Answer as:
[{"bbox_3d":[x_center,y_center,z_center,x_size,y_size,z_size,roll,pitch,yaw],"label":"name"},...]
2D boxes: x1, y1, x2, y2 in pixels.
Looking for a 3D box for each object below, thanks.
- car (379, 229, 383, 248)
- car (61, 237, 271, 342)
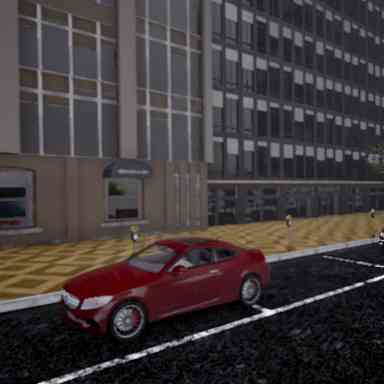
[{"bbox_3d":[8.987,1.488,12.981,4.403,1.369,2.008,0,0,-36],"label":"car"},{"bbox_3d":[-0.266,1.568,6.379,4.206,1.307,1.802,0,0,-35],"label":"car"}]
